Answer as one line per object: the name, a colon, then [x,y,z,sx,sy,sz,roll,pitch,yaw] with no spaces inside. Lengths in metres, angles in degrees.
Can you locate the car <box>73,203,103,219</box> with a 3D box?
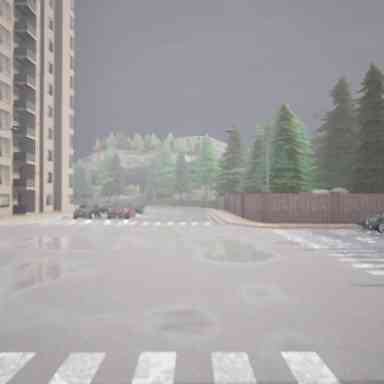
car: [-10.585,1.939,33.990,1.837,1.490,4.892,0,-1,0]

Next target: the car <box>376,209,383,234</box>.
car: [12.918,1.773,17.585,4.902,1.511,2.128,0,-1,0]

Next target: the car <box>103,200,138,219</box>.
car: [-7.089,1.781,33.621,2.097,1.767,4.553,0,-1,0]

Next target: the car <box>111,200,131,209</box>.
car: [-13.303,2.298,62.203,1.837,1.490,4.892,1,-1,-37]

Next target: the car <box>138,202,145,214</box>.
car: [-7.232,2.097,43.092,2.033,1.411,5.357,0,-1,-2]

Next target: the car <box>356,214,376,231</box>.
car: [12.961,1.678,21.085,4.553,1.767,2.097,0,-1,0]

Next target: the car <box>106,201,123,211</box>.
car: [-12.676,2.235,53.959,2.033,1.411,5.357,0,-1,-21]

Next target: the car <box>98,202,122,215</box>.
car: [-10.720,2.105,43.735,2.033,1.411,5.357,0,-1,-3]

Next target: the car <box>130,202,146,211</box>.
car: [-8.685,2.276,52.933,1.895,1.301,4.718,0,-1,-17]
